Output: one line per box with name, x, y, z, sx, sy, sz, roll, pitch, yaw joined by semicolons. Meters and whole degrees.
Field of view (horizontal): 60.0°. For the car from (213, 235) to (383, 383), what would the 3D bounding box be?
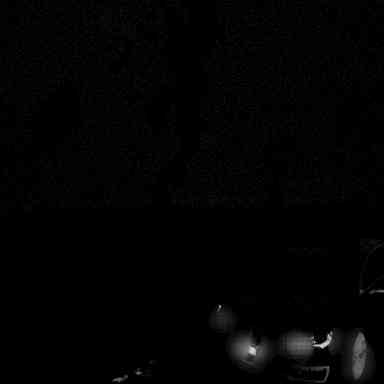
car;2.388;1.578;5.634;1.837;1.490;4.892;-2;-1;45
